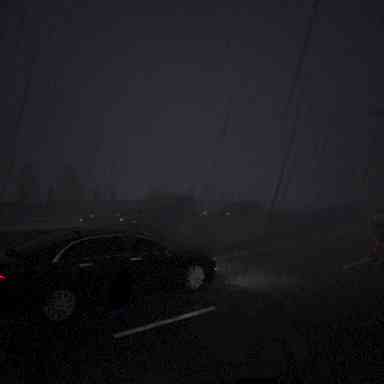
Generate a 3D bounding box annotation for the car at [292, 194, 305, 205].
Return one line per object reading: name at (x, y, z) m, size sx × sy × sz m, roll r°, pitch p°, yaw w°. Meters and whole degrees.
car at (18.430, 1.541, 57.512) m, size 1.895 × 1.301 × 4.718 m, roll 0°, pitch 0°, yaw 21°

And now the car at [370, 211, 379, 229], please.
car at (12.502, 1.565, 20.339) m, size 1.895 × 1.301 × 4.718 m, roll 0°, pitch 0°, yaw 42°

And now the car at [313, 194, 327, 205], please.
car at (21.194, 1.286, 55.160) m, size 2.097 × 1.767 × 4.553 m, roll 0°, pitch 0°, yaw 21°

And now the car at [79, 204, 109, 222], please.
car at (-5.183, 1.500, 22.611) m, size 4.902 × 1.511 × 2.128 m, roll 0°, pitch 0°, yaw -43°

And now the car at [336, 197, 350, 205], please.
car at (25.324, 1.470, 55.859) m, size 2.033 × 1.411 × 5.357 m, roll 0°, pitch 0°, yaw 21°

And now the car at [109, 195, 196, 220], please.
car at (-1.974, 1.222, 20.758) m, size 5.566 × 2.045 × 2.150 m, roll 0°, pitch 0°, yaw -43°

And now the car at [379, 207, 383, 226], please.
car at (8.498, 1.198, 11.166) m, size 5.566 × 2.045 × 2.150 m, roll 0°, pitch 0°, yaw -43°

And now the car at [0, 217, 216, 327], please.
car at (-1.648, 1.507, 7.104) m, size 4.892 × 1.490 × 1.837 m, roll 0°, pitch 0°, yaw -38°

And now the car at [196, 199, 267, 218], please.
car at (2.726, 1.341, 20.507) m, size 2.097 × 1.767 × 4.553 m, roll 0°, pitch 0°, yaw 44°
